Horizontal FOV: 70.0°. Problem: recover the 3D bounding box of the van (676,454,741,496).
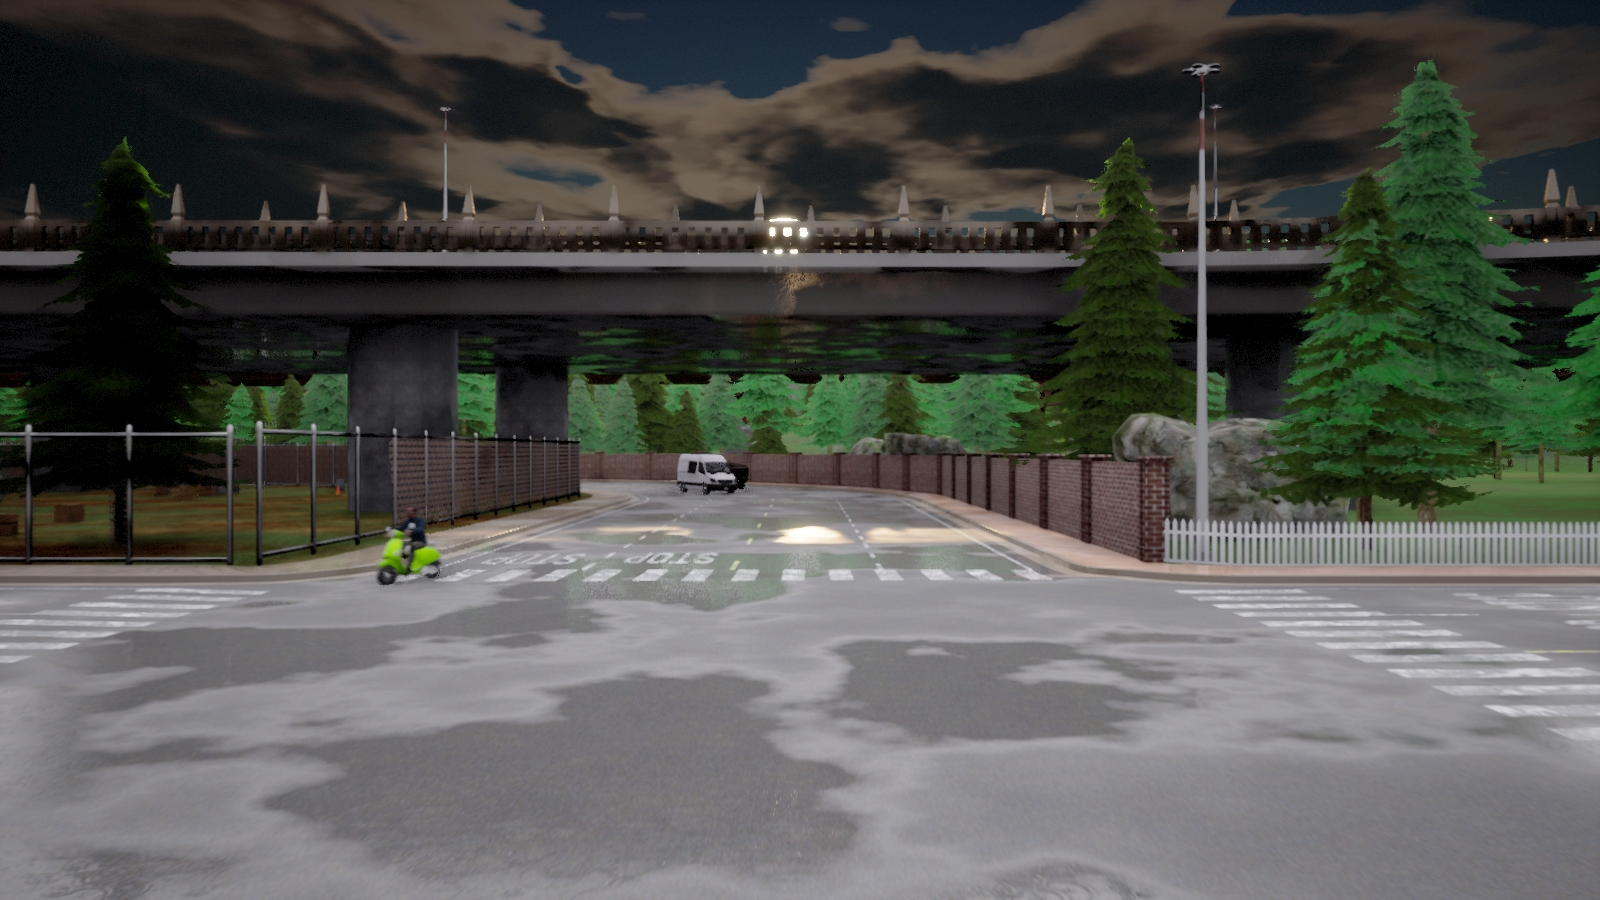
[{"bbox_3d":[-5.973,1.547,73.605,1.988,2.561,5.915,1,0,-28],"label":"van"}]
